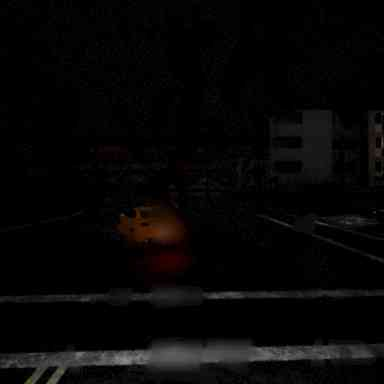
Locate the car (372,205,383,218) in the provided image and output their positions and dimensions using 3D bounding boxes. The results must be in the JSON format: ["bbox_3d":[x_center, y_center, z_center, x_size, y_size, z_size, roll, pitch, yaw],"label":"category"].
[{"bbox_3d":[16.657,1.330,25.849,4.892,1.490,1.837,0,0,1],"label":"car"}]

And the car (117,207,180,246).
[{"bbox_3d":[-2.091,1.404,15.096,1.882,1.535,5.008,0,0,-22],"label":"car"}]
